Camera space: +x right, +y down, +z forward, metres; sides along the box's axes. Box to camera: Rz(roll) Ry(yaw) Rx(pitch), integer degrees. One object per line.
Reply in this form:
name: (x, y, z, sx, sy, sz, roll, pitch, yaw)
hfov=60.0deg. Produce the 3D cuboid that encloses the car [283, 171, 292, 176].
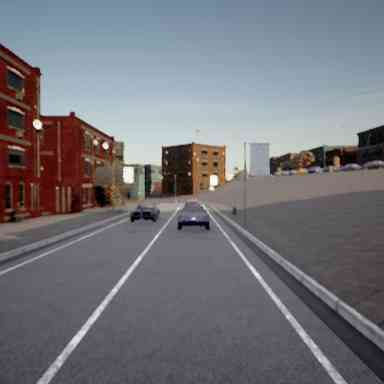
car: (22.079, -3.930, 72.283, 2.002, 1.452, 4.674, 0, 1, -3)

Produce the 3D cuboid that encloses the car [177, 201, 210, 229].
car: (0.095, 1.529, 21.565, 1.994, 1.385, 4.181, 0, 0, 0)

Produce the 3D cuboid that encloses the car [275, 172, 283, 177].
car: (21.845, -4.074, 77.825, 2.231, 1.521, 4.892, 0, 1, -1)

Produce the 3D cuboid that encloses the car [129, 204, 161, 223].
car: (-3.505, 1.559, 25.373, 1.895, 1.301, 4.718, 0, 0, 0)

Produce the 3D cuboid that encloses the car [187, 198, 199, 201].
car: (0.092, 1.461, 39.923, 1.812, 1.442, 4.674, 0, 0, 0)

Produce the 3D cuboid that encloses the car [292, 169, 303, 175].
car: (22.432, -3.861, 66.746, 2.097, 1.535, 5.008, 0, 1, -4)

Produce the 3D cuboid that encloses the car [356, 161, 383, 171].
car: (25.033, -3.424, 44.716, 2.231, 1.521, 4.892, 0, 1, -9)

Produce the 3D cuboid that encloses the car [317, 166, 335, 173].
car: (23.523, -3.611, 55.550, 2.163, 1.488, 4.792, 0, 1, -6)

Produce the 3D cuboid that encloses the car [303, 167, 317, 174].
car: (22.902, -3.878, 61.240, 2.185, 1.767, 4.553, 0, 1, -5)

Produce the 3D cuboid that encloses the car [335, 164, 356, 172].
car: (24.226, -3.493, 50.077, 2.002, 1.452, 4.674, 0, 1, -7)

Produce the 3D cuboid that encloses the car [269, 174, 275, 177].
car: (21.715, -4.160, 83.342, 2.231, 1.521, 4.892, 0, 1, -1)
